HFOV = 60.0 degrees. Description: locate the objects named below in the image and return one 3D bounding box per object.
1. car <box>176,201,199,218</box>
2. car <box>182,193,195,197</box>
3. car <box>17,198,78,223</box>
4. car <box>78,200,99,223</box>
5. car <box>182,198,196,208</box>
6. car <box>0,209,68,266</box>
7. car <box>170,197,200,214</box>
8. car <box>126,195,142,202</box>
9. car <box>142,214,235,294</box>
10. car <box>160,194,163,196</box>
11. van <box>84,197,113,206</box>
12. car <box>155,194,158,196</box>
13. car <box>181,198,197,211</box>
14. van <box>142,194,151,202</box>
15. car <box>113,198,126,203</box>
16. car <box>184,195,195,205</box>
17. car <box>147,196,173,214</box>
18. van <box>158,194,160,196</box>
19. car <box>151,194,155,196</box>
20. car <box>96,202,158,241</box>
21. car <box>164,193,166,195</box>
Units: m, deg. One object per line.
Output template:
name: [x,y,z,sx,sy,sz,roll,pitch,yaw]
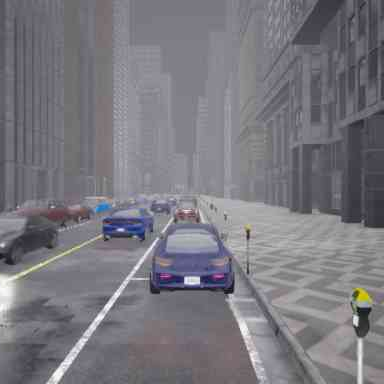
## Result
car: [-0.385,1.565,30.990,1.947,1.339,4.313,0,0,0]
car: [-0.386,1.314,36.627,2.192,1.841,5.009,0,0,0]
car: [-8.911,1.314,19.706,2.192,1.841,5.009,0,0,0]
car: [-8.910,1.544,25.344,1.887,1.381,4.507,0,0,0]
car: [-0.385,1.565,47.899,1.947,1.339,4.313,0,0,0]
car: [-6.246,1.525,11.692,1.812,1.442,4.674,0,0,0]
car: [-0.386,1.439,25.353,1.967,1.590,4.097,0,0,0]
car: [-8.911,1.439,47.891,1.967,1.590,4.097,0,0,0]
car: [0.003,1.525,8.651,1.812,1.442,4.674,0,0,0]
car: [-8.911,1.447,81.710,1.967,1.590,4.097,0,0,0]
van: [-8.911,1.340,30.980,1.690,1.788,3.998,0,0,0]
car: [-8.911,1.552,70.437,2.008,1.369,4.403,0,0,0]
car: [-0.385,1.544,42.263,1.887,1.381,4.507,0,0,0]
van: [-8.911,1.340,59.164,1.690,1.788,3.998,0,0,0]
car: [-8.911,1.439,36.617,1.967,1.590,4.097,0,0,0]
car: [-0.386,1.439,59.171,1.967,1.590,4.097,0,0,0]
car: [-3.145,1.476,34.452,1.882,1.535,5.008,0,0,0]
van: [-8.911,1.345,76.073,1.690,1.788,3.998,0,0,0]
car: [-8.911,1.525,64.631,1.752,1.417,4.829,0,0,0]
car: [-3.045,1.477,16.706,1.882,1.535,5.008,0,0,0]
car: [-8.912,1.324,87.347,2.192,1.841,5.009,0,0,0]
